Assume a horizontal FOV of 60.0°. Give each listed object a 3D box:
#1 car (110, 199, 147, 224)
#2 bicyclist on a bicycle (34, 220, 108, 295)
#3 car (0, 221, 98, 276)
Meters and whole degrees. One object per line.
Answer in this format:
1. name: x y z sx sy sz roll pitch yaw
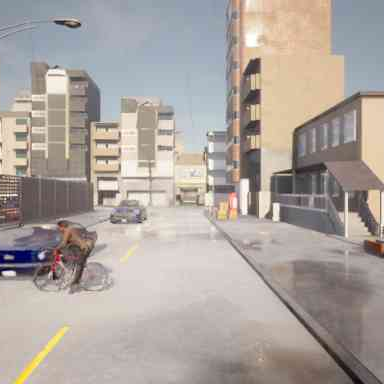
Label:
1. car: -4.607 1.351 24.596 2.097 1.767 4.553 0 0 -1
2. bicyclist on a bicycle: -2.708 1.452 7.422 1.656 1.620 0.582 -1 0 -1
3. car: -4.330 1.601 9.989 1.895 1.301 4.718 0 0 -1
